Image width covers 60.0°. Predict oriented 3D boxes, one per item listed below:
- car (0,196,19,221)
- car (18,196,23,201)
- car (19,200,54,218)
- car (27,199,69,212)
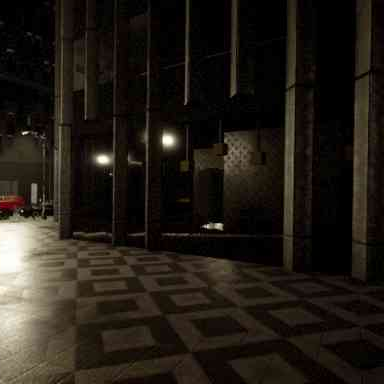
[{"bbox_3d":[-17.147,1.463,26.632,2.192,1.841,5.009,1,0,35],"label":"car"},{"bbox_3d":[-20.848,1.354,36.167,2.192,1.841,5.009,1,0,35],"label":"car"},{"bbox_3d":[-13.894,1.743,31.242,1.947,1.339,4.313,1,0,35],"label":"car"},{"bbox_3d":[-17.596,1.634,40.777,1.947,1.339,4.313,1,0,35],"label":"car"}]
